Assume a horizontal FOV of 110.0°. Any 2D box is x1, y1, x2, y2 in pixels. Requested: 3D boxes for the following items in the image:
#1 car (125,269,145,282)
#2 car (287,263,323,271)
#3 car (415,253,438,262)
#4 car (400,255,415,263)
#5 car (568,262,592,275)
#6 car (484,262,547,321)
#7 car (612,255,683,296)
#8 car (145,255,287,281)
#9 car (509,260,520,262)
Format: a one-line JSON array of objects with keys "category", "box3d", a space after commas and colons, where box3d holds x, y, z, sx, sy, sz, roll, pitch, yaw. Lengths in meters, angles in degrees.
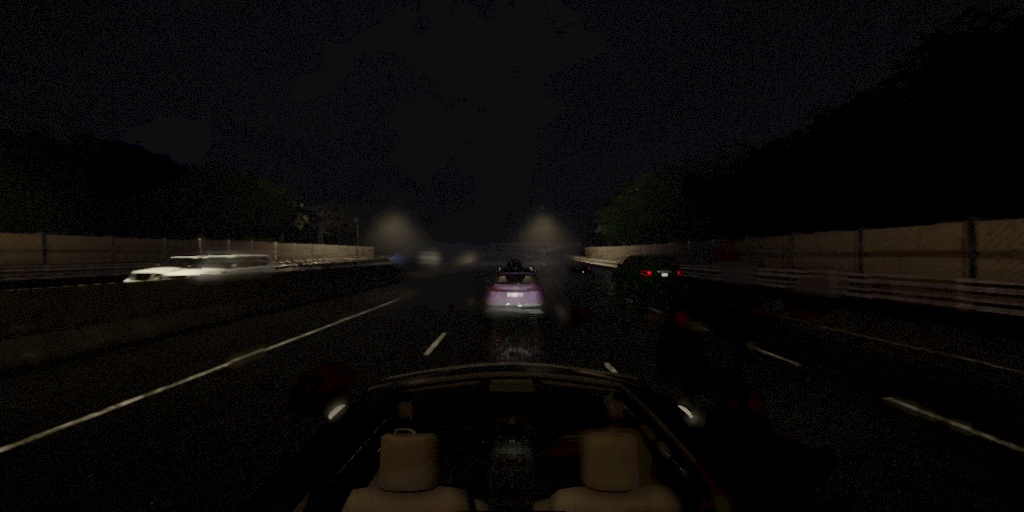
[{"category": "car", "box3d": [-17.558, 0.970, 19.720, 2.150, 2.045, 5.566, 0, 0, 0]}, {"category": "car", "box3d": [-20.961, 1.321, 35.797, 1.895, 1.301, 4.718, 0, 0, 1]}, {"category": "car", "box3d": [-13.693, 0.627, 58.783, 2.150, 2.045, 5.566, 0, 1, 1]}, {"category": "car", "box3d": [-17.149, 0.876, 61.498, 1.812, 1.442, 4.674, 0, 1, 1]}, {"category": "car", "box3d": [7.253, 1.301, 38.672, 1.895, 1.301, 4.718, 0, 0, 0]}, {"category": "car", "box3d": [0.118, 1.179, 12.529, 2.033, 1.649, 4.856, 0, 0, 0]}, {"category": "car", "box3d": [7.140, 0.971, 19.409, 2.150, 2.045, 5.566, 0, 0, 0]}, {"category": "car", "box3d": [-14.066, 0.970, 17.672, 2.150, 2.045, 5.566, 0, 0, 0]}, {"category": "car", "box3d": [0.293, 1.161, 43.324, 1.837, 1.490, 4.892, 0, 1, 1]}]
